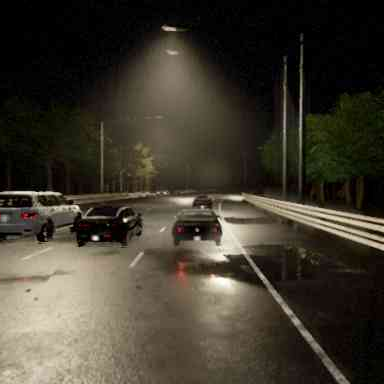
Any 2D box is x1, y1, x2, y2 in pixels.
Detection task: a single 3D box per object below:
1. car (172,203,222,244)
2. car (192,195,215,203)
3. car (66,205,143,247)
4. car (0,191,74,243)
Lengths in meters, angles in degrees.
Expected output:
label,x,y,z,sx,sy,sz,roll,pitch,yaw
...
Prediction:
label,x,y,z,sx,sy,sz,roll,pitch,yaw
car,0.244,1.394,14.460,1.895,1.301,4.718,0,1,1
car,1.078,1.045,32.197,1.837,1.490,4.892,0,1,4
car,-3.257,1.291,13.799,1.837,1.490,4.892,0,1,1
car,-6.745,0.978,14.760,2.150,2.045,5.566,0,1,1
